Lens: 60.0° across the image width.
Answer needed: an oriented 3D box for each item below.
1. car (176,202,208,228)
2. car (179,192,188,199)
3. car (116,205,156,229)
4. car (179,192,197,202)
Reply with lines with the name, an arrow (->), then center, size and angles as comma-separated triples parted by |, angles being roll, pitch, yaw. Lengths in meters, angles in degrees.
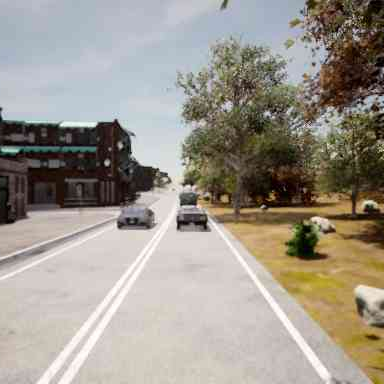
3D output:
car -> -0.031, 1.541, 21.353 | 1.895, 1.301, 4.718 | 0, 0, -1
car -> -1.961, 0.752, 74.799 | 1.837, 1.490, 4.892 | 0, 1, -3
car -> -3.421, 1.506, 20.946 | 1.994, 1.385, 4.181 | 0, 0, 0
car -> -0.501, 1.065, 42.843 | 2.150, 2.045, 5.566 | 0, 0, -2
